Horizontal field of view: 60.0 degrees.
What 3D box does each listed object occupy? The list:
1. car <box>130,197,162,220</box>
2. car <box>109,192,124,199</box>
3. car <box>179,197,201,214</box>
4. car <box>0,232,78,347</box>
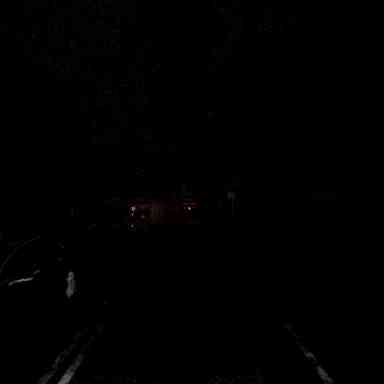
[{"bbox_3d":[-3.558,1.198,26.381,2.097,1.767,4.553,0,1,0],"label":"car"},{"bbox_3d":[-15.060,0.618,66.382,1.994,1.385,4.181,0,2,7],"label":"car"},{"bbox_3d":[-0.230,1.269,32.668,1.837,1.490,4.892,0,-1,0],"label":"car"},{"bbox_3d":[-3.379,1.498,5.426,1.837,1.490,4.892,0,0,0],"label":"car"}]
